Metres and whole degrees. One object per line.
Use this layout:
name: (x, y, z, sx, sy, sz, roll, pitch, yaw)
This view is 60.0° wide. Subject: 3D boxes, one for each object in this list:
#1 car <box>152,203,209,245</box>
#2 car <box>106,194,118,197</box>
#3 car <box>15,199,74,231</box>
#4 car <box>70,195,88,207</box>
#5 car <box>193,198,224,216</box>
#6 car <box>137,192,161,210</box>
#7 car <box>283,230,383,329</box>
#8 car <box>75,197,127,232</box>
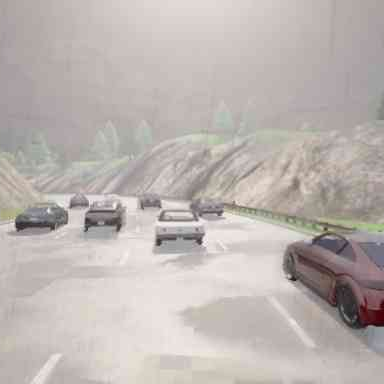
car: (-0.663, 1.397, 14.552, 1.895, 1.301, 4.718, 0, 1, -6)
car: (-9.230, 0.998, 38.367, 1.812, 1.442, 4.674, 0, 1, -17)
car: (-8.309, 1.308, 18.766, 1.994, 1.385, 4.181, 0, 1, -9)
car: (-12.957, 1.043, 38.130, 1.994, 1.385, 4.181, 0, 1, -18)
car: (1.052, 1.172, 26.804, 2.033, 1.411, 5.357, 0, 1, -12)
car: (-4.551, 0.868, 34.917, 2.097, 1.767, 4.553, 0, 1, -15)
car: (3.370, 1.465, 6.807, 1.994, 1.385, 4.181, 0, 1, -3)
car: (-4.697, 1.238, 18.359, 2.128, 1.511, 4.902, 0, 1, -8)
